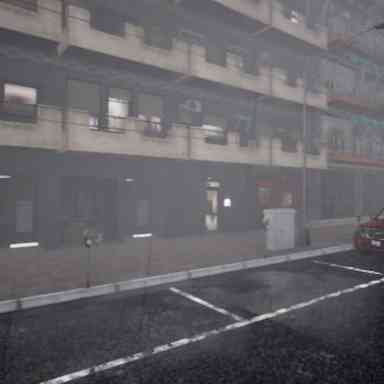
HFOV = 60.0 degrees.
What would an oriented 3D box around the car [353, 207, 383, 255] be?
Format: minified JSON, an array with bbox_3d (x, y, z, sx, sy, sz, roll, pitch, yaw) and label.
[{"bbox_3d":[8.052,1.360,12.303,5.009,1.841,2.192,0,0,-35],"label":"car"}]
